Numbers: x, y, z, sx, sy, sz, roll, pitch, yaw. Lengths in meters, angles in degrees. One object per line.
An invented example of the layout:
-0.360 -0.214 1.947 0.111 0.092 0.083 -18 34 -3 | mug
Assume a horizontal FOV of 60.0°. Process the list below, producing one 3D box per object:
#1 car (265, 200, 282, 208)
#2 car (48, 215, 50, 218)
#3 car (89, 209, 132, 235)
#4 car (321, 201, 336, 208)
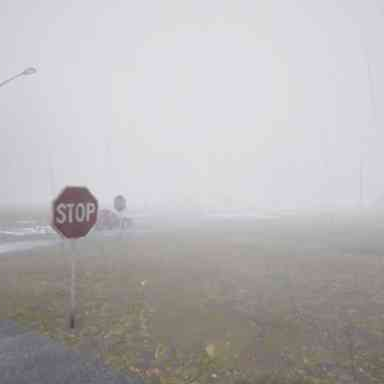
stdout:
15.093 2.240 61.661 1.994 1.385 4.181 1 0 36 | car
-9.396 1.805 27.739 1.895 1.301 4.718 1 0 36 | car
-5.833 1.752 20.716 1.812 1.442 4.674 1 0 36 | car
27.369 2.447 66.709 1.994 1.385 4.181 1 0 36 | car
